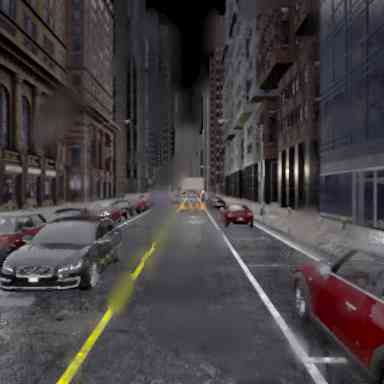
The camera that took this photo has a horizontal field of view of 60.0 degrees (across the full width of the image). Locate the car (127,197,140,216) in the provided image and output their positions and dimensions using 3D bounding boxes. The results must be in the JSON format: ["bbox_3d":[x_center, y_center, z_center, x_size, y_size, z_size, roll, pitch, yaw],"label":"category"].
[{"bbox_3d":[-5.731,1.370,26.855,1.947,1.339,4.313,0,0,0],"label":"car"}]

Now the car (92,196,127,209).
[{"bbox_3d":[-5.736,1.285,21.253,1.967,1.590,4.097,0,0,0],"label":"car"}]

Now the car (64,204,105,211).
[{"bbox_3d":[-5.743,1.451,15.652,1.947,1.339,4.313,0,0,0],"label":"car"}]

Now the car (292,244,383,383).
[{"bbox_3d":[2.771,1.407,4.449,1.967,1.590,4.097,0,0,0],"label":"car"}]

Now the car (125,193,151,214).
[{"bbox_3d":[-5.724,1.079,32.455,2.192,1.841,5.009,0,0,0],"label":"car"}]

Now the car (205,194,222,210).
[{"bbox_3d":[2.806,1.290,38.062,1.947,1.339,4.313,0,0,0],"label":"car"}]

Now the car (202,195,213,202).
[{"bbox_3d":[2.830,1.152,60.470,1.802,1.307,4.206,0,0,0],"label":"car"}]

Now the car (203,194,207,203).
[{"bbox_3d":[2.812,1.251,43.664,1.947,1.339,4.313,0,0,0],"label":"car"}]

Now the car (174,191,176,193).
[{"bbox_3d":[-5.670,0.863,82.871,1.967,1.590,4.097,0,0,0],"label":"car"}]

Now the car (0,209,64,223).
[{"bbox_3d":[-5.749,1.366,10.050,1.967,1.590,4.097,0,0,0],"label":"car"}]

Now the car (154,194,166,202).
[{"bbox_3d":[-5.695,1.097,60.294,1.752,1.417,4.829,0,0,0],"label":"car"}]

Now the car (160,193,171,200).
[{"bbox_3d":[-5.682,0.937,71.668,1.967,1.590,4.097,0,0,0],"label":"car"}]

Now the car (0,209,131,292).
[{"bbox_3d":[-3.091,1.439,8.912,1.837,1.490,4.892,0,0,0],"label":"car"}]

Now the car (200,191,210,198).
[{"bbox_3d":[2.825,1.048,54.867,1.967,1.590,4.097,0,0,0],"label":"car"}]

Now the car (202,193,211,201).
[{"bbox_3d":[2.818,1.197,49.265,2.008,1.369,4.403,0,0,0],"label":"car"}]

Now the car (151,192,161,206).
[{"bbox_3d":[-5.712,1.000,43.659,2.192,1.841,5.009,0,0,0],"label":"car"}]

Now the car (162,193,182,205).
[{"bbox_3d":[-3.019,1.201,50.538,1.994,1.385,4.181,0,0,0],"label":"car"}]

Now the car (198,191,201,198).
[{"bbox_3d":[2.837,0.848,66.070,2.192,1.841,5.009,0,0,0],"label":"car"}]

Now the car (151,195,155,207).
[{"bbox_3d":[-5.719,1.306,38.058,1.802,1.307,4.206,0,0,0],"label":"car"}]

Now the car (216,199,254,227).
[{"bbox_3d":[2.788,1.389,21.256,1.887,1.381,4.507,0,0,0],"label":"car"}]

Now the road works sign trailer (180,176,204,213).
[{"bbox_3d":[0.036,0.225,32.908,2.380,3.560,2.880,0,0,0],"label":"road works sign trailer"}]
